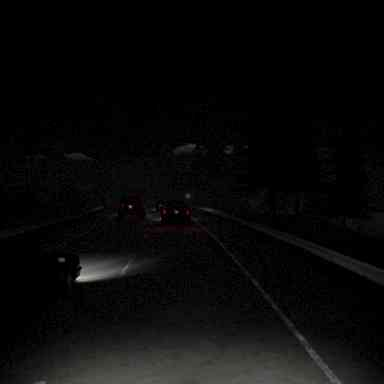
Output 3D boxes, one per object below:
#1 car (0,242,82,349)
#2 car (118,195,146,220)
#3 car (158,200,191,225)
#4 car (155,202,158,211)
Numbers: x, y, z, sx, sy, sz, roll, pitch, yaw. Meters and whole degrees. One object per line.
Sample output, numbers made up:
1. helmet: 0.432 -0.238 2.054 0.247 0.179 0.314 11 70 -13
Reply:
1. car: -3.517 1.565 5.588 2.033 1.411 5.357 0 0 -2
2. car: -5.329 1.305 29.637 2.150 2.045 5.566 0 0 -7
3. car: -1.279 1.420 24.754 2.097 1.767 4.553 0 0 -5
4. car: -3.596 1.662 41.871 2.033 1.411 5.357 0 0 -10
